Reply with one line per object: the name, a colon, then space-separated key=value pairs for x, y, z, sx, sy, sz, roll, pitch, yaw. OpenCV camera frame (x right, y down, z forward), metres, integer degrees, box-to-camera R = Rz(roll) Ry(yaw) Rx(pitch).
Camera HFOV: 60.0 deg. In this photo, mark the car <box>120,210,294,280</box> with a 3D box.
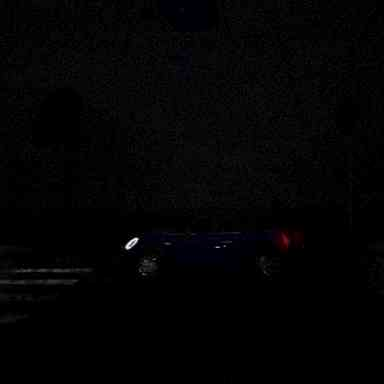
car: x=0.361 y=1.298 z=9.245 sx=4.553 sy=1.767 sz=2.097 roll=0 pitch=0 yaw=2
